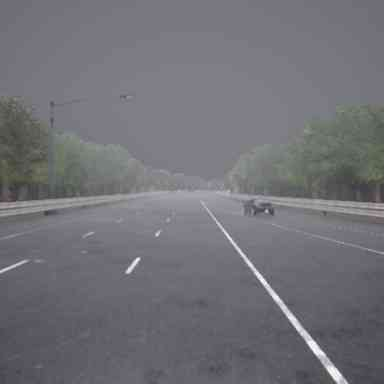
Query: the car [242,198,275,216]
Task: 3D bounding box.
[{"bbox_3d":[5.937,1.325,30.194,1.837,1.490,4.892,0,0,-7],"label":"car"}]
